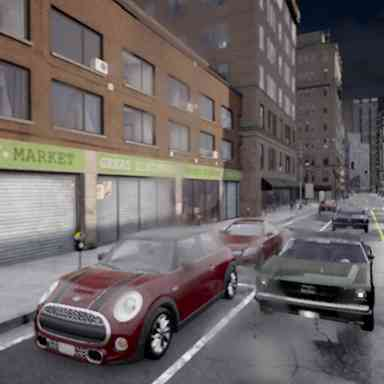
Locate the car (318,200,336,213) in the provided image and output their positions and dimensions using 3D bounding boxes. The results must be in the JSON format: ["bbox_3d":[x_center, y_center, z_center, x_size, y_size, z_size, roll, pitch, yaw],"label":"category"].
[{"bbox_3d":[14.654,1.490,35.753,1.887,1.381,4.507,-1,0,27],"label":"car"}]

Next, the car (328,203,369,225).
[{"bbox_3d":[9.429,1.572,19.733,1.895,1.301,4.718,0,0,27],"label":"car"}]

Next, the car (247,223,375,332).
[{"bbox_3d":[2.839,1.593,7.135,1.895,1.301,4.718,0,0,28],"label":"car"}]

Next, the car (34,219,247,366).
[{"bbox_3d":[-0.668,1.438,5.946,1.967,1.590,4.097,-1,0,27],"label":"car"}]

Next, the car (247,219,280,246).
[{"bbox_3d":[1.887,1.572,10.914,1.802,1.307,4.206,-1,0,27],"label":"car"}]
